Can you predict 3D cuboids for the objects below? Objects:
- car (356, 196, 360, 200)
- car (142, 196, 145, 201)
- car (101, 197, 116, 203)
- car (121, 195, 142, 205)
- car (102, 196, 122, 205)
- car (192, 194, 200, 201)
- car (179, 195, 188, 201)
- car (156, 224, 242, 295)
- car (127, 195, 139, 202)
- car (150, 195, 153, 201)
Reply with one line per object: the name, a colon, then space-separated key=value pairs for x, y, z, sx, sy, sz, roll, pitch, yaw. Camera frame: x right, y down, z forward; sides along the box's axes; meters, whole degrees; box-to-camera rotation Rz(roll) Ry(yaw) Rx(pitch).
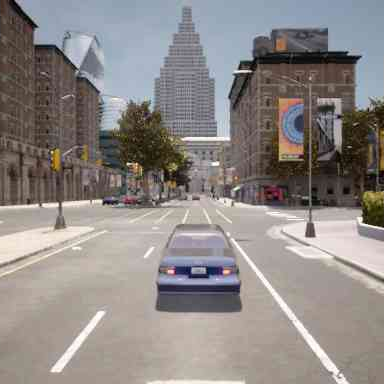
car: x=35.322 y=1.558 z=70.508 sx=2.231 sy=1.521 sz=4.892 roll=0 pitch=0 yaw=1
car: x=-10.639 y=1.574 z=69.602 sx=1.837 sy=1.490 sz=4.892 roll=0 pitch=0 yaw=1
car: x=-17.386 y=1.668 z=69.778 sx=1.895 sy=1.301 sz=4.718 roll=0 pitch=0 yaw=1
car: x=-10.832 y=1.541 z=59.806 sx=1.882 sy=1.535 sz=5.008 roll=0 pitch=0 yaw=1
car: x=-14.350 y=1.662 z=58.625 sx=1.895 sy=1.301 sz=4.718 roll=0 pitch=0 yaw=1
car: x=1.120 y=1.446 z=89.964 sx=2.097 sy=1.767 sz=4.553 roll=0 pitch=0 yaw=1
car: x=-2.391 y=1.635 z=89.189 sx=2.033 sy=1.411 sz=5.357 roll=0 pitch=0 yaw=1
car: x=0.171 y=1.557 z=8.884 sx=2.033 sy=1.411 sz=5.357 roll=0 pitch=0 yaw=1
car: x=-14.022 y=1.561 z=78.830 sx=1.882 sy=1.535 sz=5.008 roll=0 pitch=0 yaw=1
car: x=-10.512 y=1.439 z=79.591 sx=2.097 sy=1.767 sz=4.553 roll=0 pitch=0 yaw=1
